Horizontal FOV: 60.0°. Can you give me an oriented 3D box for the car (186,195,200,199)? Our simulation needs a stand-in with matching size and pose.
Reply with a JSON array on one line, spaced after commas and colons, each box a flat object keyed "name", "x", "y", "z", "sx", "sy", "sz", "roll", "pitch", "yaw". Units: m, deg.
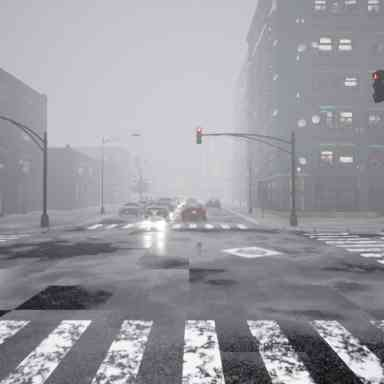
[{"name": "car", "x": 0.011, "y": 1.492, "z": 59.426, "sx": 1.882, "sy": 1.535, "sz": 5.008, "roll": 0, "pitch": 0, "yaw": 0}]

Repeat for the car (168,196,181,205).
[{"name": "car", "x": -3.042, "y": 1.492, "z": 58.345, "sx": 1.882, "sy": 1.535, "sz": 5.008, "roll": 0, "pitch": 0, "yaw": 1}]

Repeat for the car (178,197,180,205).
[{"name": "car", "x": -3.083, "y": 1.537, "z": 47.919, "sx": 1.812, "sy": 1.442, "sz": 4.674, "roll": 0, "pitch": 0, "yaw": 0}]

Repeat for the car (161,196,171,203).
[{"name": "car", "x": -5.664, "y": 1.600, "z": 71.559, "sx": 1.802, "sy": 1.307, "sz": 4.206, "roll": 1, "pitch": 0, "yaw": 0}]

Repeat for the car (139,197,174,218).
[{"name": "car", "x": -3.092, "y": 1.499, "z": 29.905, "sx": 2.128, "sy": 1.511, "sz": 4.902, "roll": 0, "pitch": 0, "yaw": 0}]

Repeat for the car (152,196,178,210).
[{"name": "car", "x": -3.089, "y": 1.361, "z": 38.924, "sx": 2.097, "sy": 1.767, "sz": 4.553, "roll": 0, "pitch": 0, "yaw": 0}]

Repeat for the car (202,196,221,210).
[{"name": "car", "x": 2.714, "y": 1.450, "z": 43.185, "sx": 1.967, "sy": 1.590, "sz": 4.097, "roll": 1, "pitch": 0, "yaw": 0}]

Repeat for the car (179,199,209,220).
[{"name": "car", "x": 0.154, "y": 1.571, "z": 28.392, "sx": 1.994, "sy": 1.385, "sz": 4.181, "roll": 0, "pitch": 0, "yaw": -1}]

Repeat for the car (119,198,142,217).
[{"name": "car", "x": -5.747, "y": 1.552, "z": 31.757, "sx": 1.887, "sy": 1.381, "sz": 4.507, "roll": 1, "pitch": 0, "yaw": 0}]
